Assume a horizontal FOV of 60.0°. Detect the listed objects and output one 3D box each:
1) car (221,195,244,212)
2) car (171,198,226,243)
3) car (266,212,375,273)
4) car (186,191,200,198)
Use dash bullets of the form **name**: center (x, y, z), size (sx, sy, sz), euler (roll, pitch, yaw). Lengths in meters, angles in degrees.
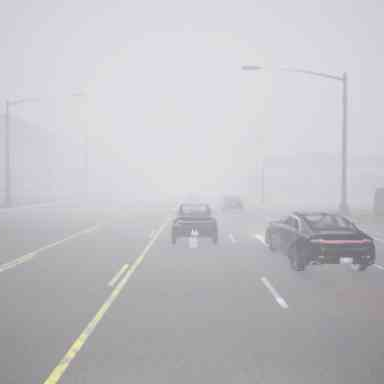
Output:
- **car**: center (3.692, 0.988, 30.525), size (2.033, 1.411, 5.357), euler (0, 1, 3)
- **car**: center (0.104, 1.260, 14.636), size (2.128, 1.511, 4.902), euler (0, 1, 0)
- **car**: center (3.603, 1.345, 10.182), size (2.128, 1.511, 4.902), euler (0, 1, 0)
- **car**: center (0.111, 0.537, 51.338), size (1.812, 1.442, 4.674), euler (0, 1, 0)
